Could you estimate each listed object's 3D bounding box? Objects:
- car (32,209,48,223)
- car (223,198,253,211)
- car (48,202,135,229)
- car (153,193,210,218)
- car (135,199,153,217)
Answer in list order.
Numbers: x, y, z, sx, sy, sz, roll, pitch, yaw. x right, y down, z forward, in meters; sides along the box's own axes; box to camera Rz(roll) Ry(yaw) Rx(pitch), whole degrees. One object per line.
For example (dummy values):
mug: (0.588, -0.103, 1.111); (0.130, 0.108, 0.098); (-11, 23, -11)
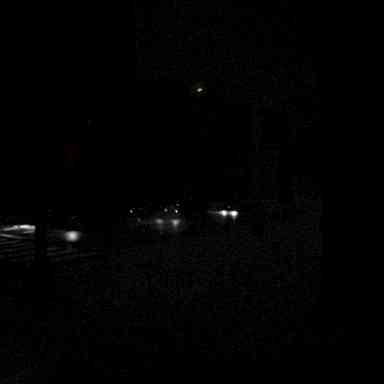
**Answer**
car: (-8.902, 1.510, 23.368); (1.994, 1.385, 4.181); (0, 0, 35)
car: (5.216, 1.421, 37.639); (1.994, 1.385, 4.181); (0, 0, 36)
car: (-6.300, 1.418, 21.431); (1.882, 1.535, 5.008); (0, 0, 34)
car: (-0.553, 1.120, 29.536); (2.150, 2.045, 5.566); (0, 0, 35)
car: (-3.785, 1.401, 30.587); (2.128, 1.511, 4.902); (0, 0, 35)
